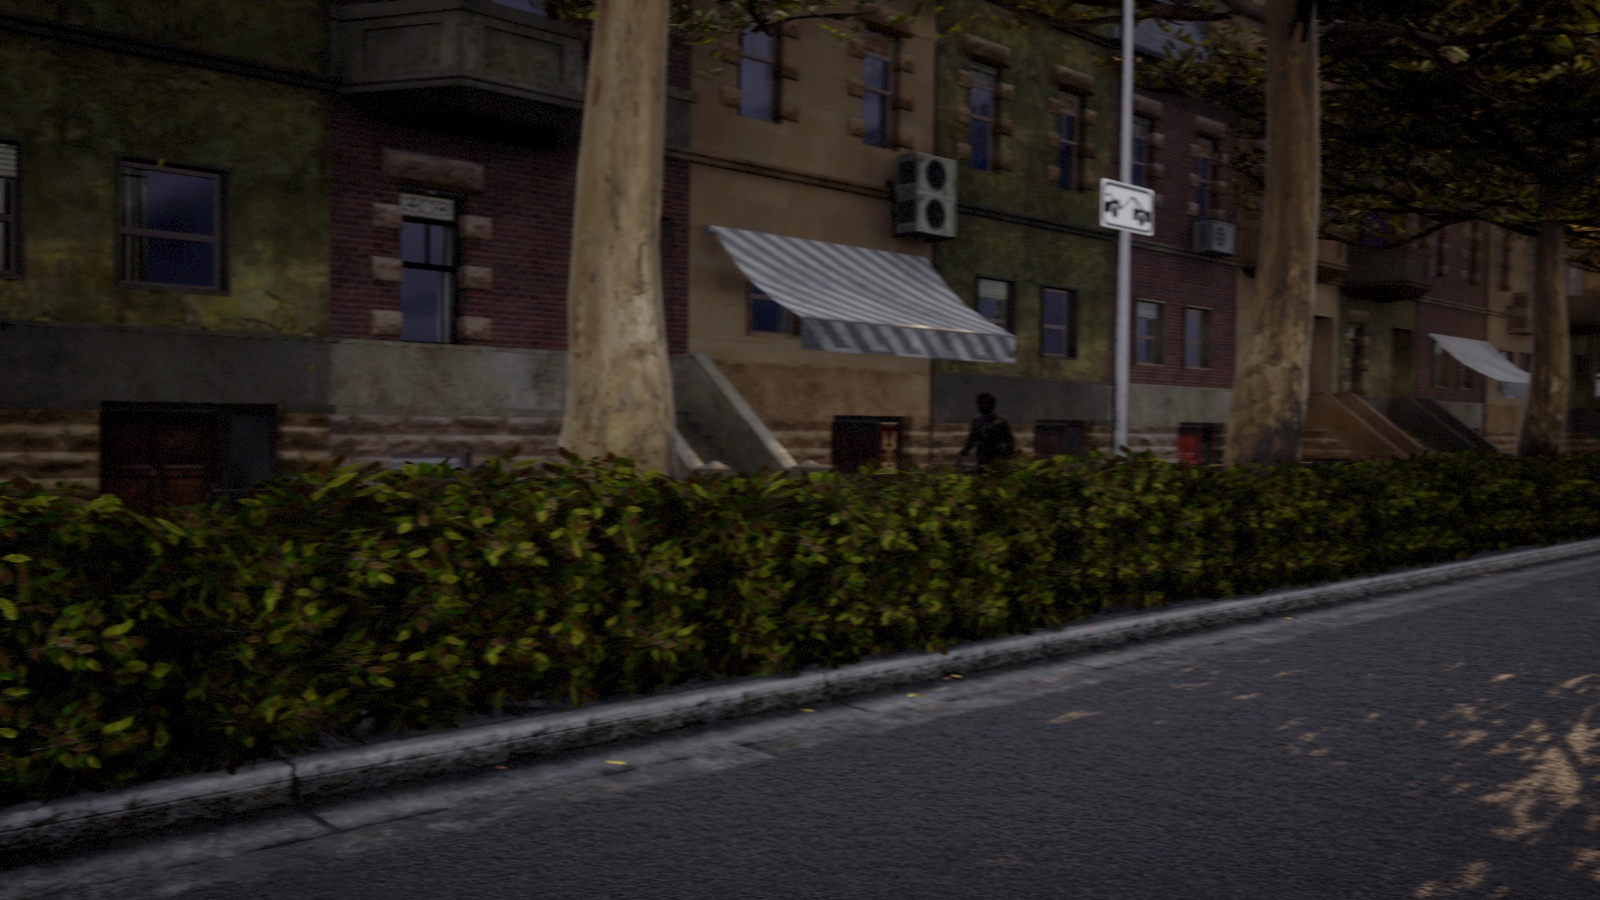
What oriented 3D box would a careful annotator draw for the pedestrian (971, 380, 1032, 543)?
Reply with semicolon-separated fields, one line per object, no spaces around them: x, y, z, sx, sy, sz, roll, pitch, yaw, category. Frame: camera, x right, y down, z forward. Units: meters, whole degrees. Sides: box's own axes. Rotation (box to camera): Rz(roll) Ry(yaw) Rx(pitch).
2.458;0.128;15.284;0.395;1.930;0.692;1;2;44;pedestrian
